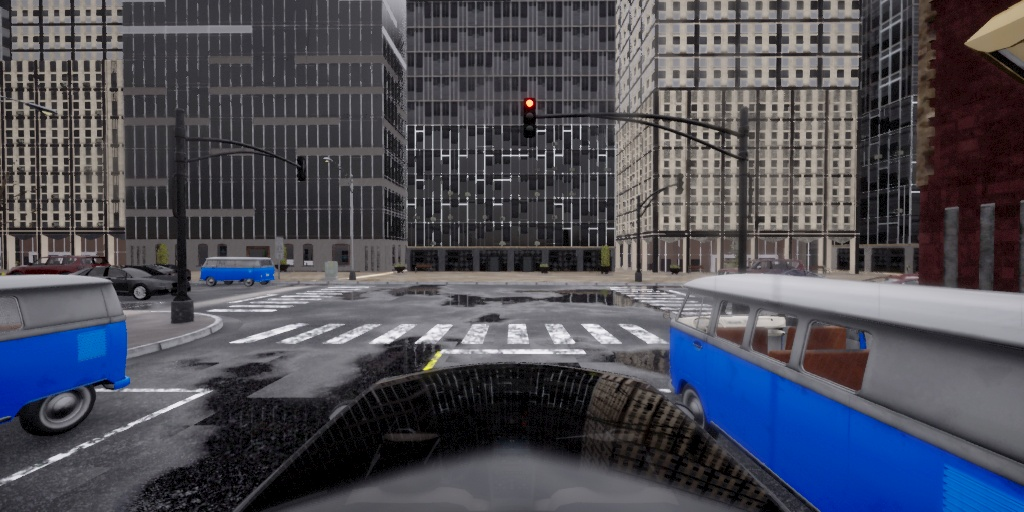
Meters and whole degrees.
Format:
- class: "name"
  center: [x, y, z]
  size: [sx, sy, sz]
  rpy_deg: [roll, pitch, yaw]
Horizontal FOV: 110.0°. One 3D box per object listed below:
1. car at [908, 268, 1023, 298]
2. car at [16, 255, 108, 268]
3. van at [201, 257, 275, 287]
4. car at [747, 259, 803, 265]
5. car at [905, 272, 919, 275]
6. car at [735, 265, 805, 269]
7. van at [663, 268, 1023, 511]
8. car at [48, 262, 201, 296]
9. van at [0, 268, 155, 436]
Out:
- class: "car"
  center: [25.266, 1.412, 19.392]
  size: [5.357, 1.411, 2.033]
  rpy_deg: [0, 1, 0]
- class: "car"
  center: [-28.141, 0.874, 22.473]
  size: [5.009, 1.841, 2.192]
  rpy_deg: [0, 0, 1]
- class: "van"
  center: [-17.096, 0.951, 22.373]
  size: [3.998, 1.789, 1.690]
  rpy_deg: [0, 0, 1]
- class: "car"
  center: [15.292, 1.089, 22.082]
  size: [5.009, 1.841, 2.192]
  rpy_deg: [0, 0, 1]
- class: "car"
  center: [15.216, 1.437, 13.703]
  size: [4.507, 1.381, 1.888]
  rpy_deg: [0, 0, 1]
- class: "car"
  center: [14.801, 1.372, 19.486]
  size: [4.181, 1.385, 1.994]
  rpy_deg: [0, 1, 1]
- class: "van"
  center: [2.691, 1.090, 2.782]
  size: [1.690, 1.789, 3.998]
  rpy_deg: [0, 0, 0]
- class: "car"
  center: [-17.719, 1.193, 16.576]
  size: [4.892, 1.490, 1.837]
  rpy_deg: [0, 1, 1]
- class: "van"
  center: [-5.690, 1.090, 2.836]
  size: [1.690, 1.789, 3.998]
  rpy_deg: [0, 0, 0]
